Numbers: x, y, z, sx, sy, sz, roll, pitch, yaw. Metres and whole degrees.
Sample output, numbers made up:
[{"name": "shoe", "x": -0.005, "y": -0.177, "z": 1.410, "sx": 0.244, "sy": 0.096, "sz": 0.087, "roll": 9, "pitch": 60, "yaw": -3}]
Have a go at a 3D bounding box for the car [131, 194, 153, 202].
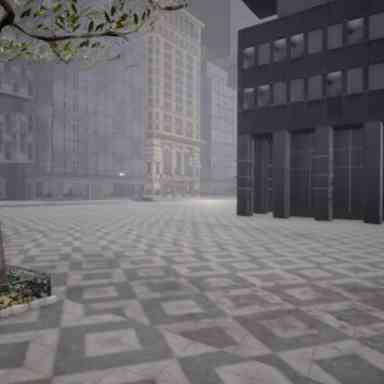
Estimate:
[{"name": "car", "x": -9.089, "y": 1.104, "z": 61.175, "sx": 1.812, "sy": 1.442, "sz": 4.674, "roll": 0, "pitch": 0, "yaw": 36}]
